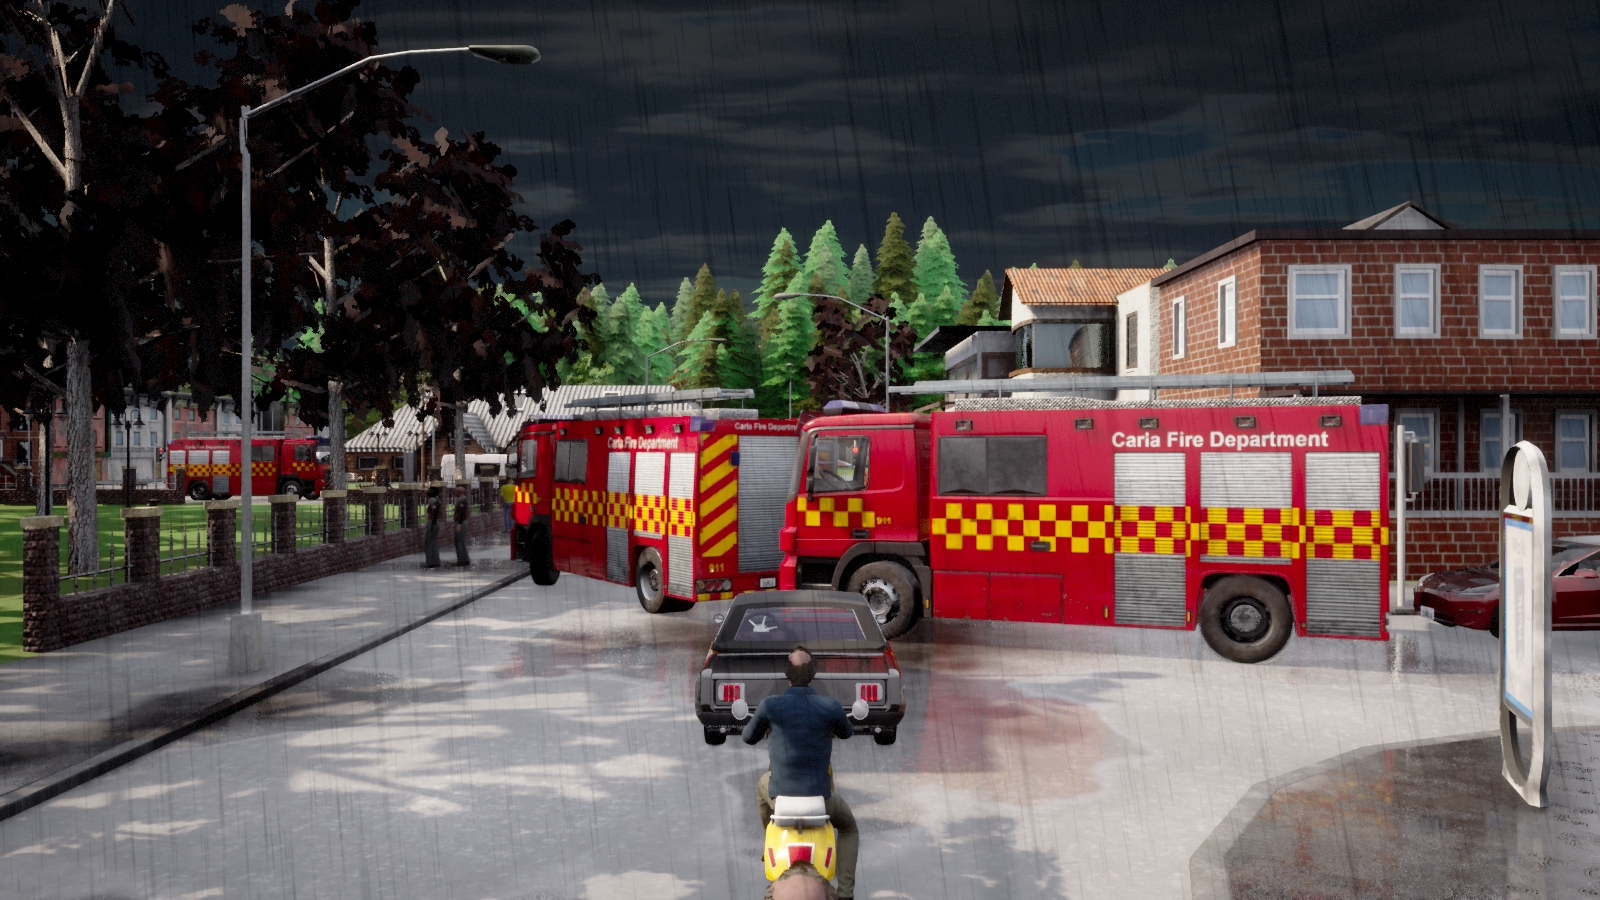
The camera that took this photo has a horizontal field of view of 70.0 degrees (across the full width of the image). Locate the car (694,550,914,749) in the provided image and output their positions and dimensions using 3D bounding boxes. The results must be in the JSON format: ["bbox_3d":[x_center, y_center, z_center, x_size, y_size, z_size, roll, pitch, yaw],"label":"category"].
[{"bbox_3d":[0.033,1.930,12.217,1.895,1.301,4.718,0,0,0],"label":"car"}]

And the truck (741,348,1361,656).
[{"bbox_3d":[3.571,0.662,17.120,8.468,3.827,2.891,0,0,22],"label":"truck"}]

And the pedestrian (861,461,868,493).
[{"bbox_3d":[3.849,1.601,68.205,0.375,1.860,0.375,0,0,-4],"label":"pedestrian"}]

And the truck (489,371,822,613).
[{"bbox_3d":[-3.226,0.662,22.435,2.891,3.827,8.468,0,0,-34],"label":"truck"}]

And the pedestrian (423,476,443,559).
[{"bbox_3d":[-8.269,1.514,25.728,0.375,1.860,0.375,0,0,-8],"label":"pedestrian"}]

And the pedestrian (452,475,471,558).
[{"bbox_3d":[-7.747,1.514,26.134,0.375,1.860,0.375,0,0,-10],"label":"pedestrian"}]

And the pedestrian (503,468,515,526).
[{"bbox_3d":[-9.367,1.510,36.787,0.375,1.860,0.375,0,0,-15],"label":"pedestrian"}]

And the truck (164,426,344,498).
[{"bbox_3d":[-29.853,0.645,62.699,8.468,3.827,2.891,0,0,1],"label":"truck"}]

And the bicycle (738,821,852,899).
[{"bbox_3d":[-0.015,1.938,3.086,0.329,1.271,1.835,0,0,0],"label":"bicycle"}]

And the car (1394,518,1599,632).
[{"bbox_3d":[11.947,1.835,17.293,4.792,1.488,2.163,0,0,0],"label":"car"}]

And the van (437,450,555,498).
[{"bbox_3d":[-16.613,1.289,62.612,5.915,2.561,1.988,0,0,0],"label":"van"}]
